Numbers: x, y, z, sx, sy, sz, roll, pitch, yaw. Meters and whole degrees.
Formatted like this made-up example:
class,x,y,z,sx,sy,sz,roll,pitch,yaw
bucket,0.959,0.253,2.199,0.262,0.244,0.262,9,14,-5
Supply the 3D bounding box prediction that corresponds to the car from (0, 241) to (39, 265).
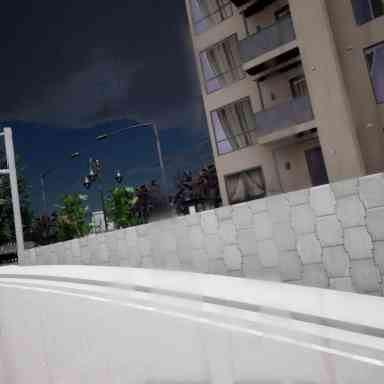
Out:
class,x,y,z,sx,sy,sz,roll,pitch,yaw
car,-16.080,5.537,28.947,2.150,2.045,5.566,-15,-9,35
